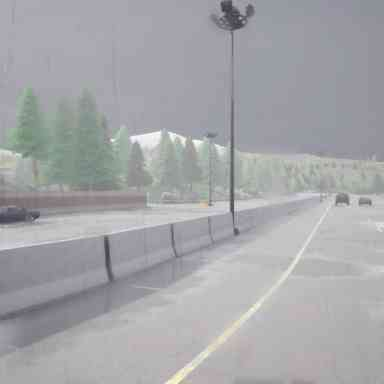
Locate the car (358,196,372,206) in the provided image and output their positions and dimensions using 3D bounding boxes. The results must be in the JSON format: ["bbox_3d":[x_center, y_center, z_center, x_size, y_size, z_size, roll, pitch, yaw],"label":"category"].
[{"bbox_3d":[29.398,1.491,56.597,2.128,1.511,4.902,0,0,24],"label":"car"}]

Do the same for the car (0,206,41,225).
[{"bbox_3d":[-12.698,1.601,22.318,1.895,1.301,4.718,0,0,24],"label":"car"}]

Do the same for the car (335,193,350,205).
[{"bbox_3d":[25.911,1.221,57.363,2.150,2.045,5.566,0,0,24],"label":"car"}]
